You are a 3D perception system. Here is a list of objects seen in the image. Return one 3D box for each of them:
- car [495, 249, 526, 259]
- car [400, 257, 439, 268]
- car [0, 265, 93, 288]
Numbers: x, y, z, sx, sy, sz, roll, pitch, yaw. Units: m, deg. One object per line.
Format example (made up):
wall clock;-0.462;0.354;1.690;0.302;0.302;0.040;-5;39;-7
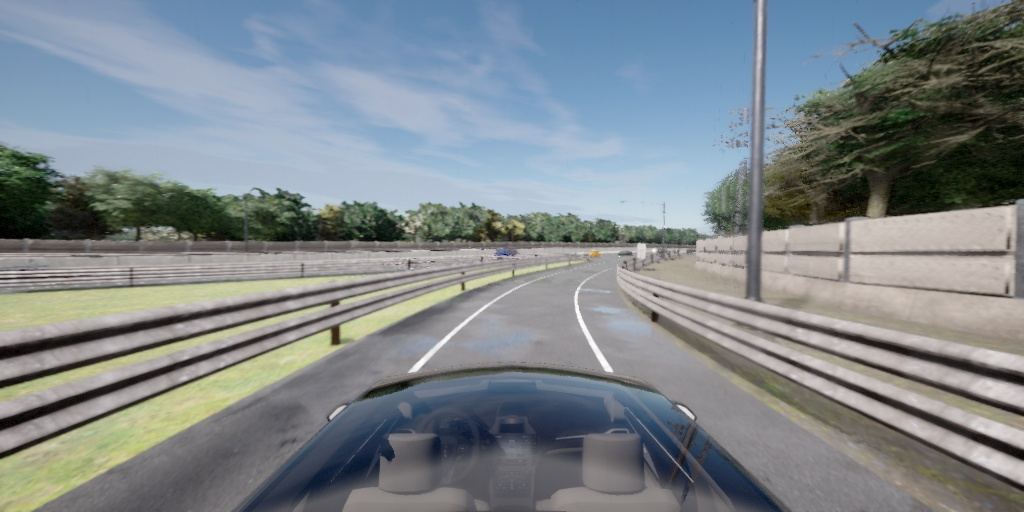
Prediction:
car;-0.253;-0.073;56.582;2.150;2.045;5.566;3;3;45
car;-11.535;0.752;45.317;1.895;1.301;4.718;3;4;45
car;-32.472;1.307;24.366;2.033;1.411;5.357;3;3;45
